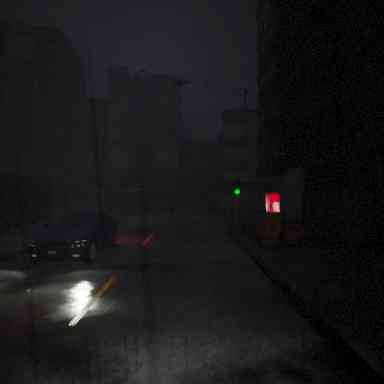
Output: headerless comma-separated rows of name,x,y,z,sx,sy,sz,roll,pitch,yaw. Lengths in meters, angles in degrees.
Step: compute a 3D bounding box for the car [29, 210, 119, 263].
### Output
car,-4.005,1.456,12.024,1.882,1.535,5.008,0,0,0
